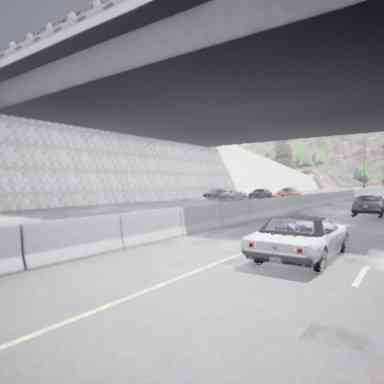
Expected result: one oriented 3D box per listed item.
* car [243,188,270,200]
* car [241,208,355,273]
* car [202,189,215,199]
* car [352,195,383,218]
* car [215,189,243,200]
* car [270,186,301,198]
[{"bbox_3d":[8.832,0.293,42.698,1.837,1.490,4.892,1,2,35],"label":"car"},{"bbox_3d":[3.297,1.316,9.859,1.895,1.301,4.718,1,2,35],"label":"car"},{"bbox_3d":[3.596,0.207,47.421,2.033,1.411,5.357,1,2,35],"label":"car"},{"bbox_3d":[12.224,0.892,22.751,2.033,1.411,5.357,1,2,35],"label":"car"},{"bbox_3d":[5.340,0.360,43.810,1.895,1.301,4.718,1,2,35],"label":"car"},{"bbox_3d":[11.715,0.191,40.716,2.097,1.767,4.553,1,2,35],"label":"car"}]
